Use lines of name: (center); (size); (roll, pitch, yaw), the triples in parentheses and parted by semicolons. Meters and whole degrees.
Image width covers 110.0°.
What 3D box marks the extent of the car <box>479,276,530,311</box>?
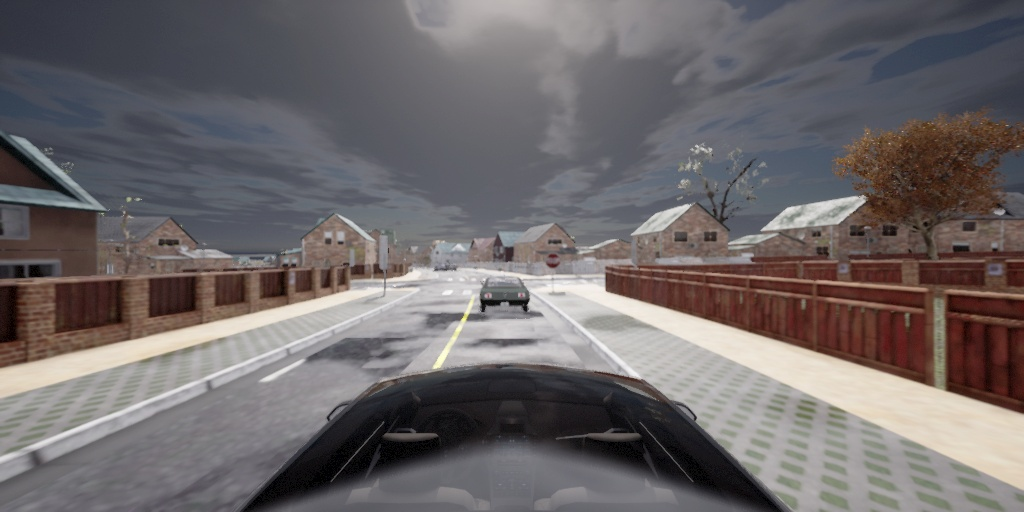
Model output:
car: (-0.385, 1.481, 15.176); (1.895, 1.301, 4.718); (0, -1, -3)
